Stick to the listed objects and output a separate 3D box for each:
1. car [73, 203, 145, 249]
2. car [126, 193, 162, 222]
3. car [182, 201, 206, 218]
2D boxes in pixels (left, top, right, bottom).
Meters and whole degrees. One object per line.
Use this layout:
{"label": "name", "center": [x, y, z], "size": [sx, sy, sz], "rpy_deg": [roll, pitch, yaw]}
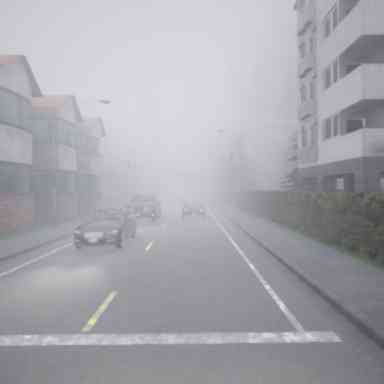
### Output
{"label": "car", "center": [-3.589, 1.463, 14.494], "size": [2.128, 1.511, 4.902], "rpy_deg": [-1, 0, 0]}
{"label": "car", "center": [-3.557, 1.105, 25.068], "size": [2.150, 2.045, 5.566], "rpy_deg": [-1, 0, 0]}
{"label": "car", "center": [0.114, 1.418, 27.761], "size": [1.895, 1.301, 4.718], "rpy_deg": [-1, 0, -1]}
